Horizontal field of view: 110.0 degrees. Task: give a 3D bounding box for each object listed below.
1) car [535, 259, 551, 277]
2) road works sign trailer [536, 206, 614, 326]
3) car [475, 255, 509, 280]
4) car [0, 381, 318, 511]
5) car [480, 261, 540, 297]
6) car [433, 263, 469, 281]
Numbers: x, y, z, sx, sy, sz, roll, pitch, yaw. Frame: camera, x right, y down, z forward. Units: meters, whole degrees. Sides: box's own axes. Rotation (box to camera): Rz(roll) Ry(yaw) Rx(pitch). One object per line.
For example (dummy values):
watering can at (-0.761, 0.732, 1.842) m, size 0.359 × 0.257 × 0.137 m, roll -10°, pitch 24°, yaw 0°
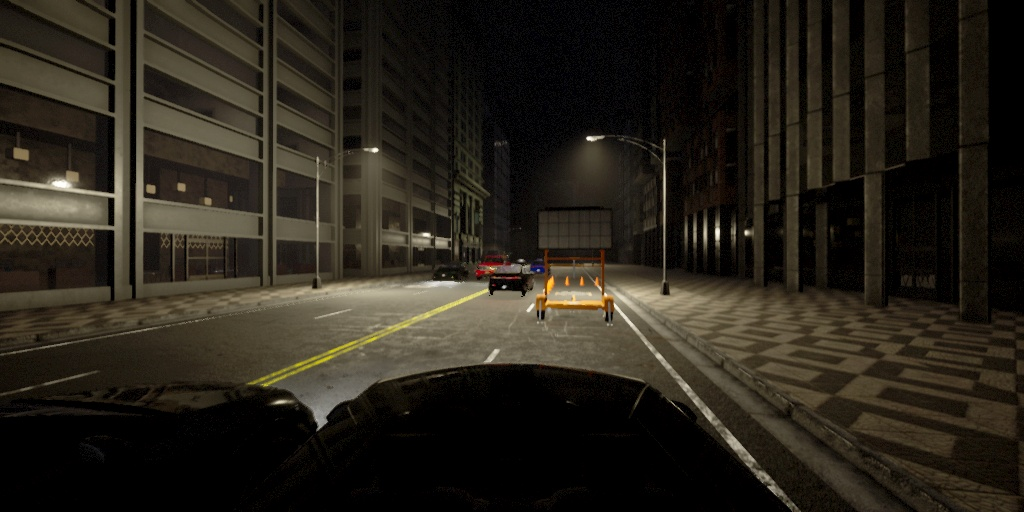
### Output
car at (2.903, 1.223, 36.195) m, size 1.882 × 1.535 × 5.008 m, roll 0°, pitch 0°, yaw 9°
road works sign trailer at (2.038, 0.201, 11.772) m, size 2.380 × 3.560 × 2.880 m, roll 0°, pitch 0°, yaw 9°
car at (-1.496, 0.960, 30.712) m, size 2.150 × 2.045 × 5.566 m, roll 0°, pitch 0°, yaw 9°
car at (-2.873, 1.314, 1.461) m, size 1.994 × 1.385 × 4.181 m, roll 0°, pitch 0°, yaw 9°
car at (0.054, 1.225, 19.033) m, size 2.128 × 1.511 × 4.902 m, roll 0°, pitch 0°, yaw 9°
car at (-4.969, 1.300, 29.652) m, size 1.994 × 1.385 × 4.181 m, roll 0°, pitch 0°, yaw 9°
